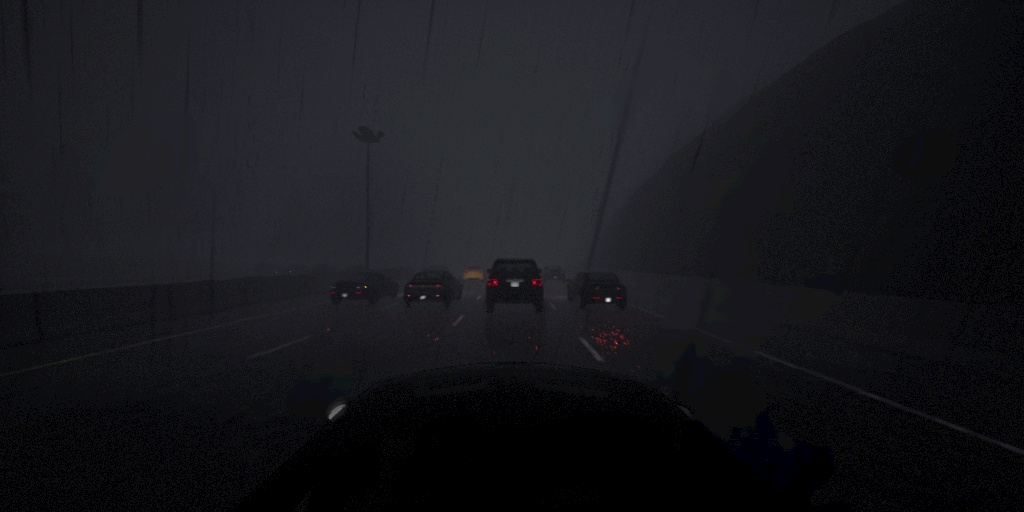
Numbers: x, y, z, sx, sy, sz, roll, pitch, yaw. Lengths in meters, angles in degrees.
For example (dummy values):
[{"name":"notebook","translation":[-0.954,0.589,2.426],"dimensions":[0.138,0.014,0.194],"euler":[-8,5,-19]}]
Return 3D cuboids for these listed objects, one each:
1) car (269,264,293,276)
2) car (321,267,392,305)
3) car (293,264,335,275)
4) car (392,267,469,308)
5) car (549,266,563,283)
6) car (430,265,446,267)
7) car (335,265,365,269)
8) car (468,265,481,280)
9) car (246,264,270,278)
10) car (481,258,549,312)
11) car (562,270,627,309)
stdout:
[{"name":"car","translation":[-24.559,1.701,40.515],"dimensions":[1.837,1.490,4.892],"euler":[0,-1,0]},{"name":"car","translation":[-6.914,1.453,17.120],"dimensions":[1.812,1.442,4.674],"euler":[0,-1,0]},{"name":"car","translation":[-21.069,1.673,39.192],"dimensions":[2.128,1.511,4.902],"euler":[0,-1,0]},{"name":"car","translation":[-3.399,1.407,16.113],"dimensions":[2.128,1.511,4.902],"euler":[0,-1,0]},{"name":"car","translation":[3.604,1.590,32.171],"dimensions":[2.128,1.511,4.902],"euler":[0,-1,0]},{"name":"car","translation":[-6.897,1.595,33.750],"dimensions":[1.882,1.535,5.008],"euler":[0,-1,0]},{"name":"car","translation":[-17.562,1.719,40.280],"dimensions":[1.812,1.442,4.674],"euler":[0,-1,0]},{"name":"car","translation":[-3.395,1.595,33.754],"dimensions":[1.882,1.535,5.008],"euler":[0,-1,0]},{"name":"car","translation":[-28.053,1.694,41.023],"dimensions":[2.128,1.511,4.902],"euler":[0,-1,0]},{"name":"car","translation":[0.101,1.126,15.151],"dimensions":[2.150,2.045,5.566],"euler":[0,-1,0]},{"name":"car","translation":[3.601,1.417,15.831],"dimensions":[1.837,1.490,4.892],"euler":[0,-1,0]}]
